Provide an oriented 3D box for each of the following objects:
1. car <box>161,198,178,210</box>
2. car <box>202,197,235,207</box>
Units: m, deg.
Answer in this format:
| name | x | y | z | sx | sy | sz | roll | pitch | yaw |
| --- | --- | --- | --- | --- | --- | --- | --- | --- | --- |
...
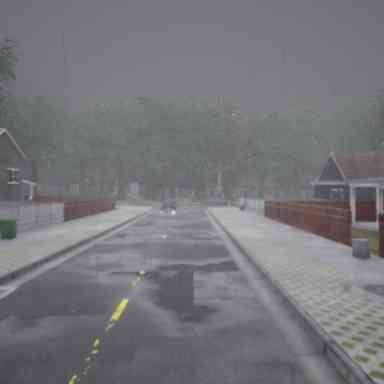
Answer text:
| name | x | y | z | sx | sy | sz | roll | pitch | yaw |
| --- | --- | --- | --- | --- | --- | --- | --- | --- | --- |
| car | -2.765 | 1.514 | 41.490 | 2.033 | 1.411 | 5.357 | 0 | 0 | 0 |
| car | 3.895 | 1.513 | 48.940 | 4.902 | 1.511 | 2.128 | 1 | 1 | 0 |
